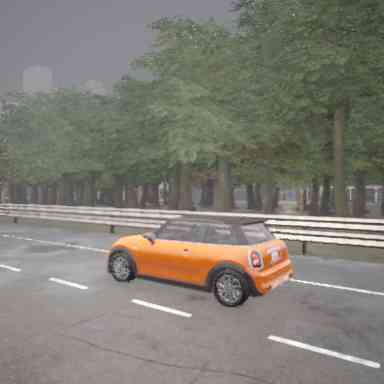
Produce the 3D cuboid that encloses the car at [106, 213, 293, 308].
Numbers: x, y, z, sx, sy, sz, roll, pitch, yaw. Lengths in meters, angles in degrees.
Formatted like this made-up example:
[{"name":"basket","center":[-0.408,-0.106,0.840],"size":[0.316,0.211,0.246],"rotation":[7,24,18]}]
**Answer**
[{"name":"car","center":[-0.007,1.353,8.171],"size":[4.553,1.767,2.097],"rotation":[0,0,36]}]
